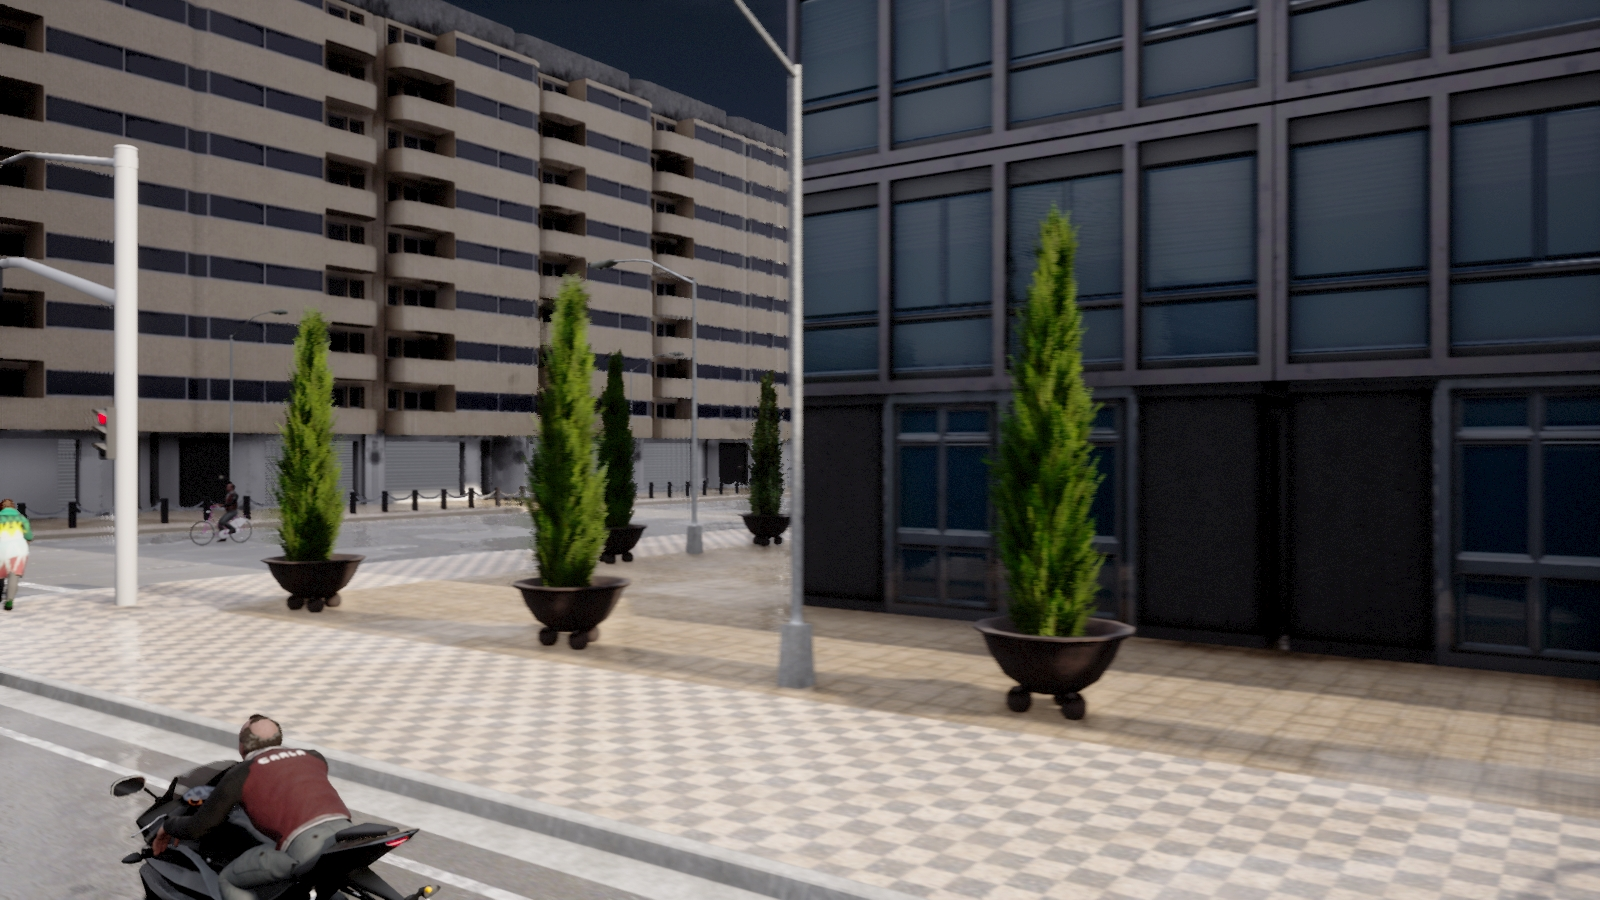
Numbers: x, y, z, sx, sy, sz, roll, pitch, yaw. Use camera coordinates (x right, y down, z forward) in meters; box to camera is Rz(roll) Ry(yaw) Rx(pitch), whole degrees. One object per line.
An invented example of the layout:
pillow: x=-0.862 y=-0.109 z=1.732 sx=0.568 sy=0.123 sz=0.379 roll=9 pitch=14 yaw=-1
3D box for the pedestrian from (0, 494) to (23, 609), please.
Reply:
pedestrian: x=-13.076 y=1.659 z=18.854 sx=0.375 sy=1.860 sz=0.375 roll=0 pitch=0 yaw=-42

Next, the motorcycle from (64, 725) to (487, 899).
motorcycle: x=-2.606 y=2.206 z=5.567 sx=2.209 sy=1.251 sz=0.867 roll=0 pitch=0 yaw=35

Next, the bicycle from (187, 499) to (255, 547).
bicycle: x=-16.838 y=2.110 z=33.272 sx=0.329 sy=1.271 sz=1.835 roll=0 pitch=0 yaw=34
